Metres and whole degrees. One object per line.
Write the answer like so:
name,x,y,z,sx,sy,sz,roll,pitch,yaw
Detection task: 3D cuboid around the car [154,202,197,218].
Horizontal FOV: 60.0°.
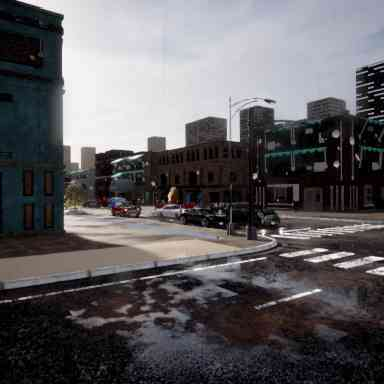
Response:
car,-1.596,1.912,32.562,1.895,1.301,4.718,-1,0,-35

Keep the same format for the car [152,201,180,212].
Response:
car,-3.560,1.966,45.329,1.802,1.307,4.206,-2,0,-35

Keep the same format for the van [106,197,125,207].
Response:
van,-13.171,1.907,58.875,1.690,1.788,3.998,-1,0,-35

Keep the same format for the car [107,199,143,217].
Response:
car,-7.198,1.846,35.965,1.967,1.590,4.097,-1,0,-35

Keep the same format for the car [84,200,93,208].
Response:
car,-19.309,2.230,63.075,1.994,1.385,4.181,-1,0,-35

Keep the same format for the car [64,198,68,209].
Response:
car,-23.105,2.232,58.403,1.752,1.417,4.829,-1,0,-35

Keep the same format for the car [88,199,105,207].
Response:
car,-19.569,2.227,67.905,1.887,1.381,4.507,-1,0,-35

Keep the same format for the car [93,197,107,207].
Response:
car,-16.373,1.939,63.390,2.192,1.841,5.009,-1,0,-35

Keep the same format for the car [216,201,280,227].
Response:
car,4.209,1.547,24.257,2.097,1.767,4.553,-1,0,-34

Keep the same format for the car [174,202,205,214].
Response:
car,-0.360,1.903,40.814,1.802,1.307,4.206,-2,0,-35

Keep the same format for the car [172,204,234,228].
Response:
car,0.732,1.814,24.575,1.947,1.339,4.313,-1,0,-35

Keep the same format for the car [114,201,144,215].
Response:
car,-7.885,1.940,41.446,1.837,1.490,4.892,-1,0,-35
